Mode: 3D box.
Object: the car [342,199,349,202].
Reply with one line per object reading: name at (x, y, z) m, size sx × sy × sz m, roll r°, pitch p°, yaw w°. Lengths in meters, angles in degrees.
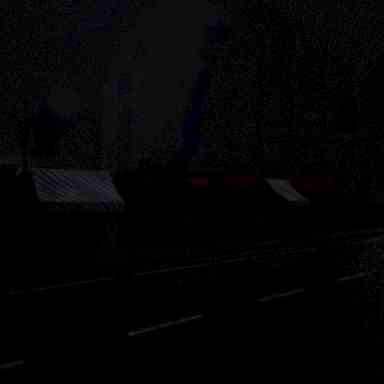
car at (29.185, 1.781, 66.345) m, size 1.905 × 1.878 × 3.866 m, roll 1°, pitch 0°, yaw -36°
